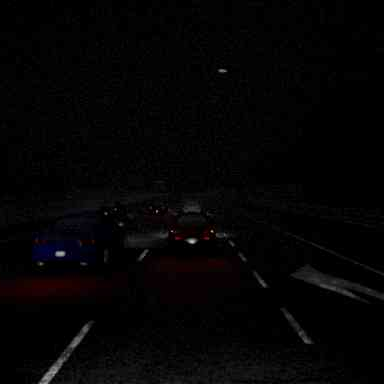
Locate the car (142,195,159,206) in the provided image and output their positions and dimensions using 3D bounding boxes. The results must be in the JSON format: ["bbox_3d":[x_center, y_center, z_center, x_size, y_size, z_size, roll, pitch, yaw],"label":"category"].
[{"bbox_3d":[-6.996,1.516,55.386,1.812,1.442,4.674,0,0,0],"label":"car"}]

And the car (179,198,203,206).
[{"bbox_3d":[0.002,1.547,30.199,1.812,1.442,4.674,0,0,0],"label":"car"}]

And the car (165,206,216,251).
[{"bbox_3d":[0.001,1.543,14.008,1.812,1.442,4.674,0,0,0],"label":"car"}]

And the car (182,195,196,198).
[{"bbox_3d":[0.005,1.549,49.086,2.033,1.411,5.357,0,0,0],"label":"car"}]

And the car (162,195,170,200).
[{"bbox_3d":[-6.992,1.492,90.417,1.994,1.385,4.181,0,0,0],"label":"car"}]

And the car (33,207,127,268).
[{"bbox_3d":[-3.499,1.493,11.325,1.882,1.535,5.008,0,0,0],"label":"car"}]

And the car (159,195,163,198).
[{"bbox_3d":[-6.993,1.484,74.331,2.128,1.511,4.902,0,0,0],"label":"car"}]

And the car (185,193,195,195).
[{"bbox_3d":[0.007,1.484,74.319,2.128,1.511,4.902,0,0,0],"label":"car"}]

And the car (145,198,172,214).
[{"bbox_3d":[-3.496,1.619,35.606,1.895,1.301,4.718,0,0,0],"label":"car"}]

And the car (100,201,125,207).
[{"bbox_3d":[-6.997,1.547,29.301,1.812,1.442,4.674,0,0,0],"label":"car"}]

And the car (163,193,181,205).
[{"bbox_3d":[-3.496,1.335,58.920,2.097,1.767,4.553,0,0,0],"label":"car"}]

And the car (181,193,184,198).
[{"bbox_3d":[-3.493,1.184,74.371,2.150,2.045,5.566,0,0,0],"label":"car"}]
